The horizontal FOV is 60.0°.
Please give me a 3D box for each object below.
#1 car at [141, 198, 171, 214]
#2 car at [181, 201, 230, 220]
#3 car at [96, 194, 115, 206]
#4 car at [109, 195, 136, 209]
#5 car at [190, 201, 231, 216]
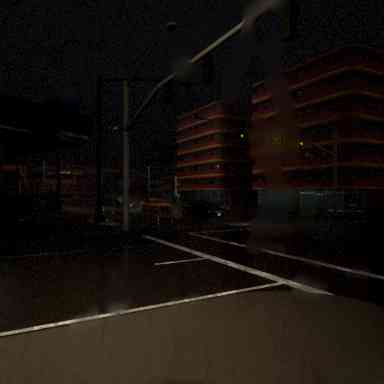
[{"bbox_3d":[-3.988,1.478,36.323,1.882,1.535,5.008,0,0,-30],"label":"car"},{"bbox_3d":[0.879,1.491,28.045,2.128,1.511,4.902,0,0,-30],"label":"car"},{"bbox_3d":[-14.188,1.505,53.759,1.837,1.490,4.892,0,0,-30],"label":"car"},{"bbox_3d":[-9.079,1.492,44.988,2.128,1.511,4.902,0,0,-30],"label":"car"},{"bbox_3d":[1.771,1.601,33.822,1.895,1.301,4.718,0,0,-30],"label":"car"}]
